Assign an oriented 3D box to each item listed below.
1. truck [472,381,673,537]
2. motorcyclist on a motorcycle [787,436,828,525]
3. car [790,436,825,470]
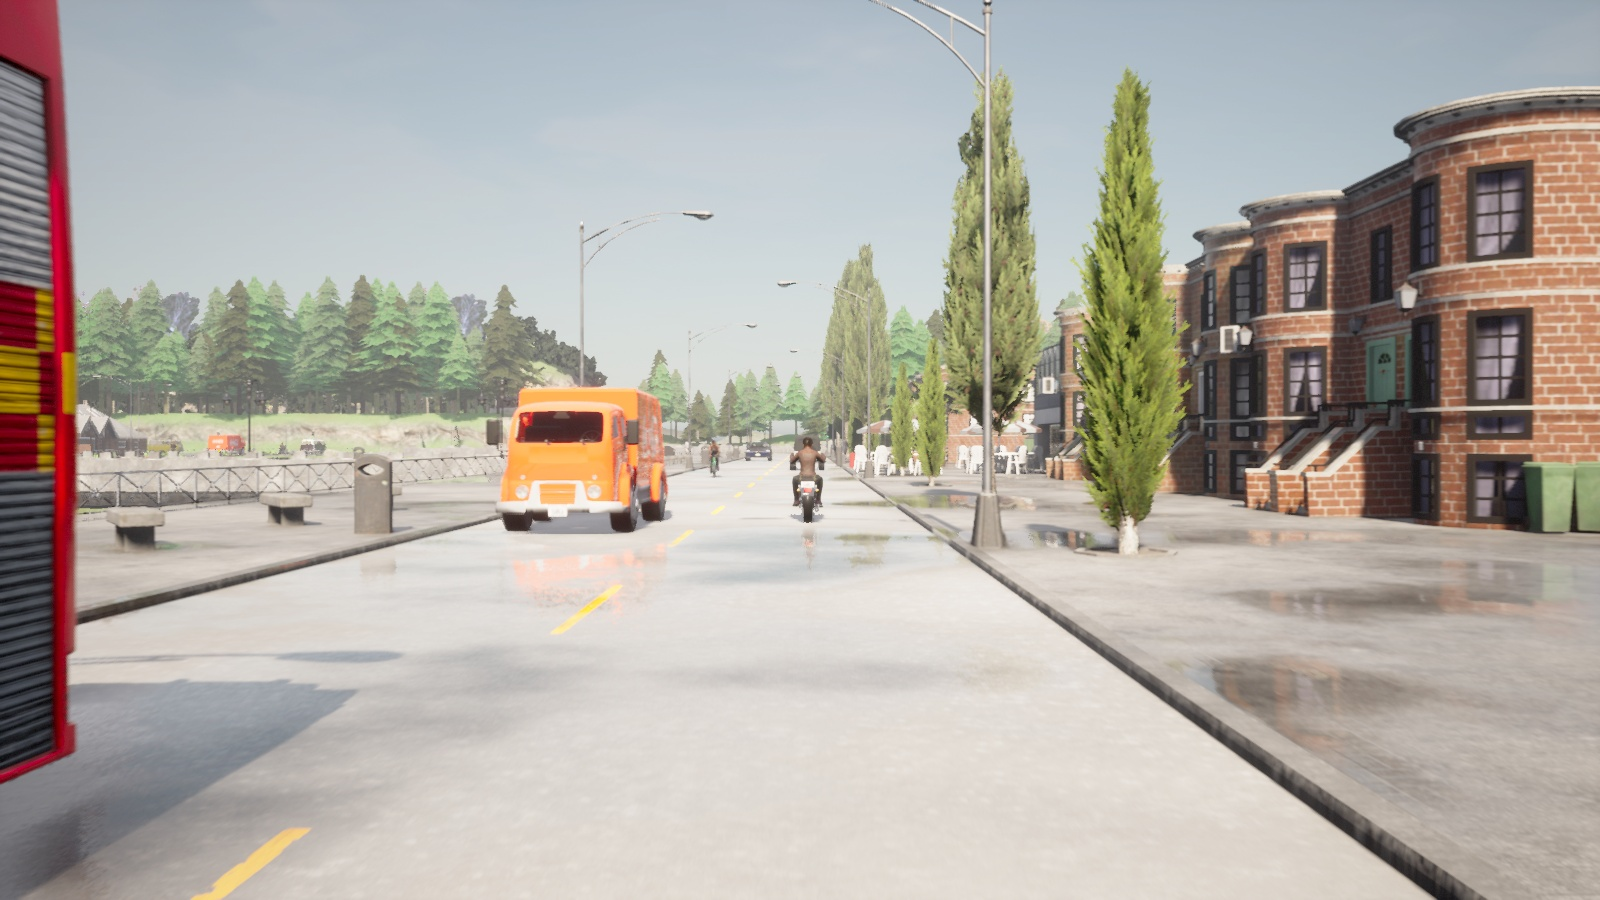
[{"bbox_3d":[-3.859,0.130,22.479,2.627,2.467,5.204,0,0,0],"label":"truck"},{"bbox_3d":[0.151,0.559,24.480,0.766,1.649,2.350,0,0,0],"label":"motorcyclist on a motorcycle"},{"bbox_3d":[0.400,0.151,69.573,1.905,1.878,3.866,0,0,0],"label":"car"}]
